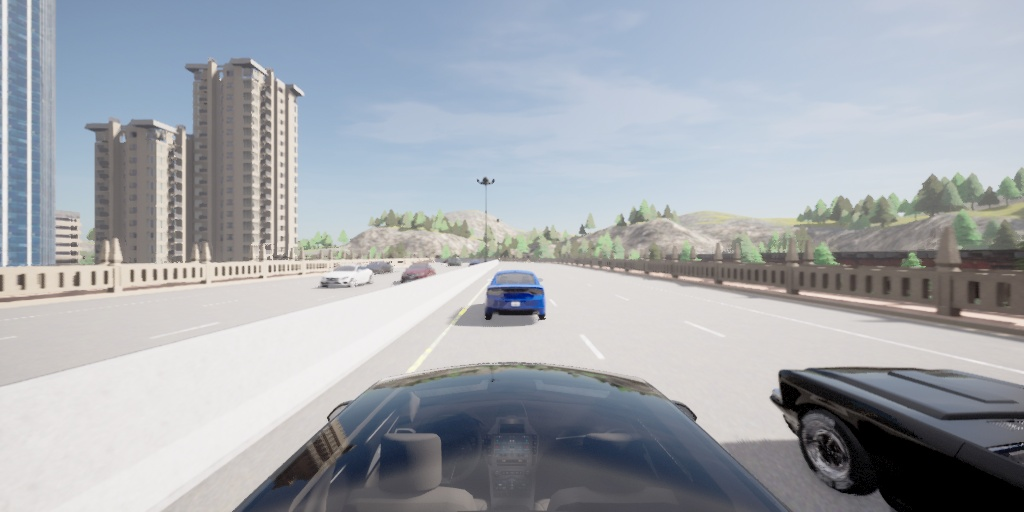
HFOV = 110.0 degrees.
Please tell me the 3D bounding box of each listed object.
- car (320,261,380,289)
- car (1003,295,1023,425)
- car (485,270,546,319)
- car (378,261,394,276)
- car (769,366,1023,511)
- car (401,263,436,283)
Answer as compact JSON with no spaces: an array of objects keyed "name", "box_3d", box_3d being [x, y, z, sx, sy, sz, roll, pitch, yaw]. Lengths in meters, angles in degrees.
[{"name":"car","box_3d":[-10.591,1.261,23.394,1.812,1.442,4.674,0,0,0]},{"name":"car","box_3d":[7.103,1.242,1.960,2.128,1.511,4.902,0,0,0]},{"name":"car","box_3d":[0.103,1.220,12.738,1.882,1.535,5.008,0,0,0]},{"name":"car","box_3d":[-14.082,1.275,37.765,2.033,1.411,5.357,0,0,0]},{"name":"car","box_3d":[3.601,1.351,1.556,1.895,1.301,4.718,0,0,0]},{"name":"car","box_3d":[-7.089,1.258,27.669,1.812,1.442,4.674,0,0,0]}]
